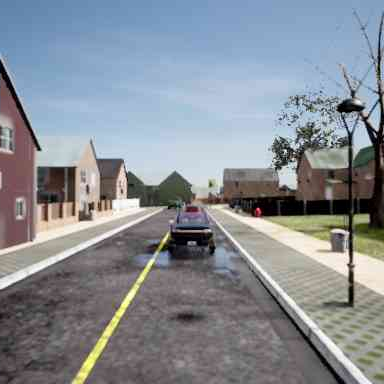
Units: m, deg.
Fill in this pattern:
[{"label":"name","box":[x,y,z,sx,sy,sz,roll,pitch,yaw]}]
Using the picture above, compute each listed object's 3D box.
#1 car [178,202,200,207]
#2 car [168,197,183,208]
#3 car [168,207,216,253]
[{"label":"car","box":[0.011,1.832,29.377,1.812,1.442,4.674,0,0,0]},{"label":"car","box":[-2.741,1.812,55.057,2.150,2.045,5.566,0,-1,0]},{"label":"car","box":[0.008,1.636,14.308,2.128,1.511,4.902,0,0,0]}]
